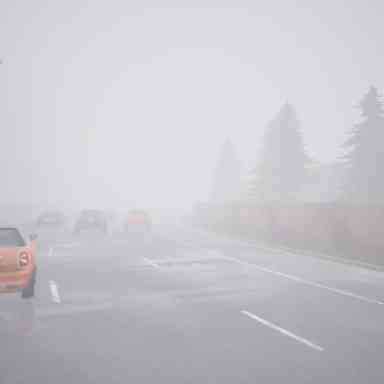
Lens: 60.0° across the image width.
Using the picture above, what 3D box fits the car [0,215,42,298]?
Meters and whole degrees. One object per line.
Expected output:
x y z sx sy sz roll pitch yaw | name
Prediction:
-5.274 1.532 8.757 2.097 1.767 4.553 3 -2 -26 | car

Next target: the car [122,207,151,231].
-4.724 2.240 28.029 2.097 1.767 4.553 2 -2 -15 | car

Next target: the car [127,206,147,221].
-7.099 2.716 43.189 2.097 1.767 4.553 2 -2 -5 | car

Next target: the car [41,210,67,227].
-12.133 2.274 28.924 1.994 1.385 4.181 2 -2 -13 | car

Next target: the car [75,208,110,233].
-7.506 2.046 24.846 2.097 1.767 4.553 2 -2 -16 | car

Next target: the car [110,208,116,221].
-10.445 2.676 40.813 2.128 1.511 4.902 2 -2 -6 | car
